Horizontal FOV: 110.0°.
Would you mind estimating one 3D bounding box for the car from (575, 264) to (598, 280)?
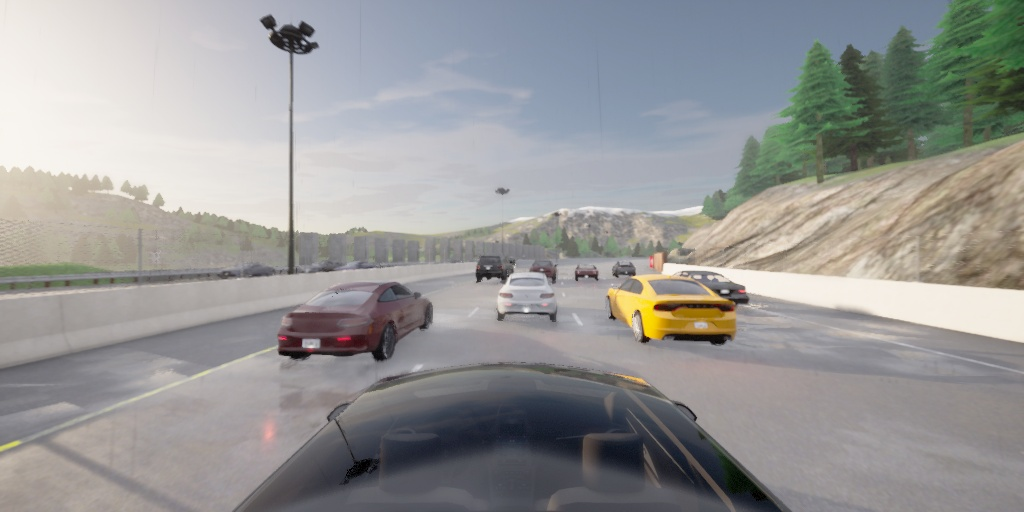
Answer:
[{"bbox_3d":[6.337,1.340,30.752,1.895,1.301,4.718,0,0,10],"label":"car"}]

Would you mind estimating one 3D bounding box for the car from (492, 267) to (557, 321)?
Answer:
[{"bbox_3d":[0.554,1.268,12.359,1.812,1.442,4.674,0,0,4],"label":"car"}]

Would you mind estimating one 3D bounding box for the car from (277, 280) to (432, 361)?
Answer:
[{"bbox_3d":[-3.193,1.262,8.159,1.812,1.442,4.674,0,0,2],"label":"car"}]

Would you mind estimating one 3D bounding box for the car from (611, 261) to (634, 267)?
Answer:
[{"bbox_3d":[10.521,1.238,33.846,2.128,1.511,4.902,0,0,11],"label":"car"}]

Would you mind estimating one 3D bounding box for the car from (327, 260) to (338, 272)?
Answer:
[{"bbox_3d":[-14.653,1.212,33.569,1.812,1.442,4.674,0,0,10],"label":"car"}]

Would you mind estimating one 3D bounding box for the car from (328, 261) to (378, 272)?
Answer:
[{"bbox_3d":[-11.980,1.298,28.360,1.895,1.301,4.718,0,0,9],"label":"car"}]

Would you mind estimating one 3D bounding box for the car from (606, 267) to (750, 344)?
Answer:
[{"bbox_3d":[3.889,1.230,9.644,1.882,1.535,5.008,0,0,3],"label":"car"}]

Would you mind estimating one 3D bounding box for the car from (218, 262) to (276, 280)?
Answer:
[{"bbox_3d":[-22.269,1.235,30.311,1.994,1.385,4.181,0,0,9],"label":"car"}]

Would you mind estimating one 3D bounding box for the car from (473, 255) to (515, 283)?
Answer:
[{"bbox_3d":[-1.258,0.945,27.775,2.150,2.045,5.566,0,0,9],"label":"car"}]

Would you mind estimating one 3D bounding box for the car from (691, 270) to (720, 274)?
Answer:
[{"bbox_3d":[7.753,1.304,15.189,2.033,1.411,5.357,0,0,5],"label":"car"}]

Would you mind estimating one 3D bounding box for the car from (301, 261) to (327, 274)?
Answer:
[{"bbox_3d":[-18.024,1.169,34.560,2.128,1.511,4.902,0,0,10],"label":"car"}]

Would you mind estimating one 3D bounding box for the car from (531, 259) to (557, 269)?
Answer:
[{"bbox_3d":[2.654,1.083,29.808,2.097,1.767,4.553,0,0,9],"label":"car"}]
